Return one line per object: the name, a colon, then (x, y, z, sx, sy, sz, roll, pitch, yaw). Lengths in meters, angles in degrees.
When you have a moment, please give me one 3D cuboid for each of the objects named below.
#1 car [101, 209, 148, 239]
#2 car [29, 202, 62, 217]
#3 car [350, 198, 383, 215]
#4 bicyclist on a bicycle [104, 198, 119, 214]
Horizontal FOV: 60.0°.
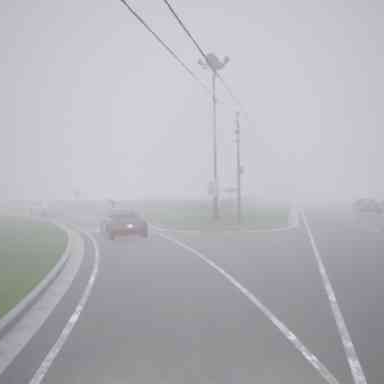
car: (-3.709, 1.616, 17.865, 1.994, 1.385, 4.181, -1, 0, -21)
car: (-15.349, 1.764, 34.920, 4.674, 1.442, 1.812, -1, 0, 43)
car: (15.550, 1.261, 29.870, 2.033, 1.411, 5.357, -1, 0, 17)
bicyclist on a bicycle: (-8.048, 1.416, 33.124, 1.656, 1.620, 0.582, -1, 0, -40)
